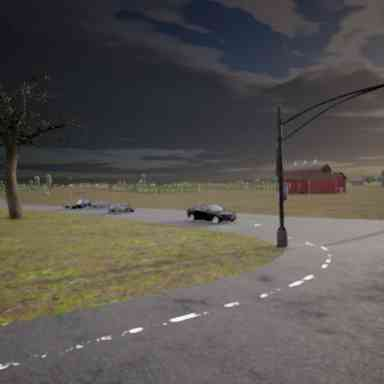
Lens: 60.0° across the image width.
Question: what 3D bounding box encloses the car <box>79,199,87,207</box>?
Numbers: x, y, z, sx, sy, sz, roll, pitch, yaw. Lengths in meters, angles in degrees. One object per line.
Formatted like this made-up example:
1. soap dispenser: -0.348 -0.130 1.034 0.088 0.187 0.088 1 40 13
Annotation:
1. car: -20.280 2.059 61.931 2.097 1.767 4.553 -3 0 -38

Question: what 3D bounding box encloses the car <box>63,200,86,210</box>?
1. car: -19.978 2.403 55.828 1.895 1.301 4.718 -3 1 -38

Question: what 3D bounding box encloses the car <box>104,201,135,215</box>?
1. car: -8.771 1.977 41.116 1.994 1.385 4.181 -3 1 -38

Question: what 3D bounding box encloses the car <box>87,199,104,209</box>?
1. car: -15.382 2.089 55.626 1.994 1.385 4.181 -3 1 -37

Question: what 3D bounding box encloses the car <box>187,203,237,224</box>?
1. car: 1.572 1.710 27.686 1.882 1.535 5.008 -3 2 -38
